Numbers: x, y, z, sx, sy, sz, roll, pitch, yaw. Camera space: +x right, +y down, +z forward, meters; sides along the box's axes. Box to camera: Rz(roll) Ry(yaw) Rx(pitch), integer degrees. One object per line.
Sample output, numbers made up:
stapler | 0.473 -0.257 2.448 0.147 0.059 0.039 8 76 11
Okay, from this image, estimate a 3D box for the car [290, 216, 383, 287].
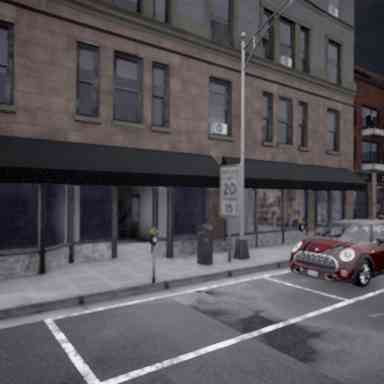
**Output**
car | 4.653 1.527 9.504 4.097 1.590 1.967 1 0 -35
